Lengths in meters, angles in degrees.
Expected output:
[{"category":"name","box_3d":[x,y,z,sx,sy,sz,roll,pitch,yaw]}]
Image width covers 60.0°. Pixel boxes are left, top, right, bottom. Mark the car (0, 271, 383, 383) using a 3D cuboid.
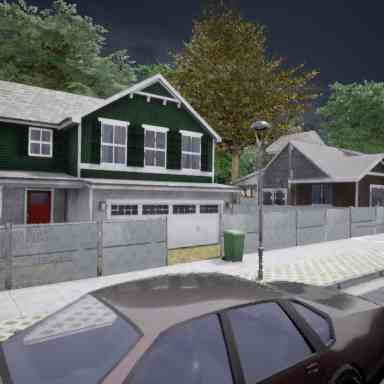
[{"category":"car","box_3d":[-0.231,1.548,2.911,5.357,1.411,2.033,0,0,-36]}]
